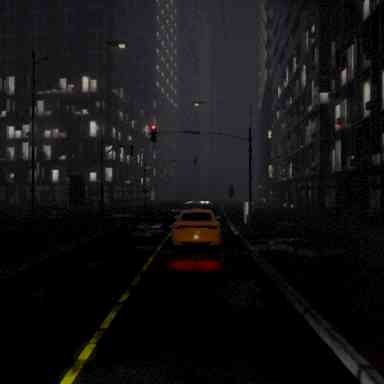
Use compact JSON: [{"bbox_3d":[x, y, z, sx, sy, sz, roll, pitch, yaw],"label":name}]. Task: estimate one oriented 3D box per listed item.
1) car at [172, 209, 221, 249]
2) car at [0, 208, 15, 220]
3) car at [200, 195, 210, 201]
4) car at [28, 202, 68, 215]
[{"bbox_3d":[0.224,1.480,14.572,1.882,1.535,5.008,0,0,2],"label":"car"},{"bbox_3d":[-17.531,1.804,28.668,4.403,1.369,2.008,-1,0,11],"label":"car"},{"bbox_3d":[3.128,1.401,77.779,2.128,1.511,4.902,0,0,9],"label":"car"},{"bbox_3d":[-15.992,1.841,36.906,4.403,1.369,2.008,-1,1,11],"label":"car"}]
